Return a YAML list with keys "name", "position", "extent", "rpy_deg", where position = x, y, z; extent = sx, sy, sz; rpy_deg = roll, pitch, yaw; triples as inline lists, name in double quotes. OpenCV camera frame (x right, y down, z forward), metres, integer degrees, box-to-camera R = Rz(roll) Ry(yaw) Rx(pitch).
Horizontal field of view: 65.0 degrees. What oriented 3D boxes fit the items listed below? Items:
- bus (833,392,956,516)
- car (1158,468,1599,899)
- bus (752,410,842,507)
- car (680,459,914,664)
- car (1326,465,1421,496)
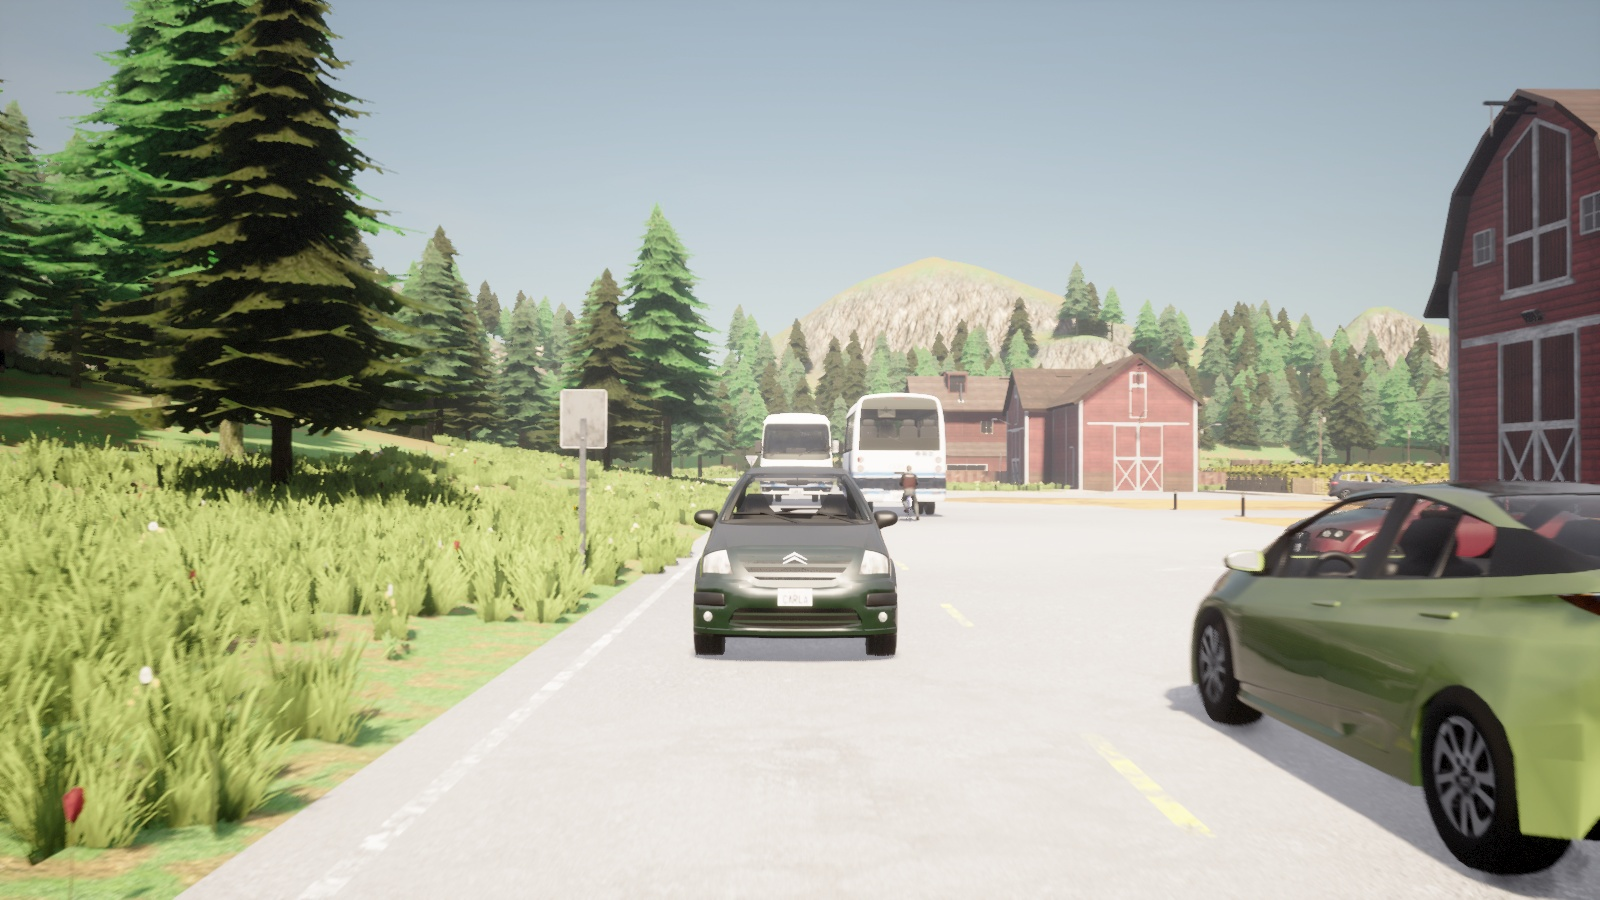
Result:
- name: "bus"
  position: [3.378, 0.232, 48.235]
  extent: [3.944, 4.253, 10.273]
  rpy_deg: [0, -1, 0]
- name: "car"
  position: [3.484, 0.855, 6.415]
  extent: [2.007, 1.525, 4.514]
  rpy_deg: [0, -1, 0]
- name: "bus"
  position: [-0.152, 0.450, 60.413]
  extent: [3.944, 4.253, 10.273]
  rpy_deg: [0, -1, 0]
- name: "car"
  position: [-0.030, 0.913, 11.950]
  extent: [1.851, 1.617, 3.988]
  rpy_deg: [0, -1, 0]
- name: "car"
  position: [32.021, 1.695, 70.268]
  extent: [4.611, 1.667, 2.242]
  rpy_deg: [0, -1, 19]
